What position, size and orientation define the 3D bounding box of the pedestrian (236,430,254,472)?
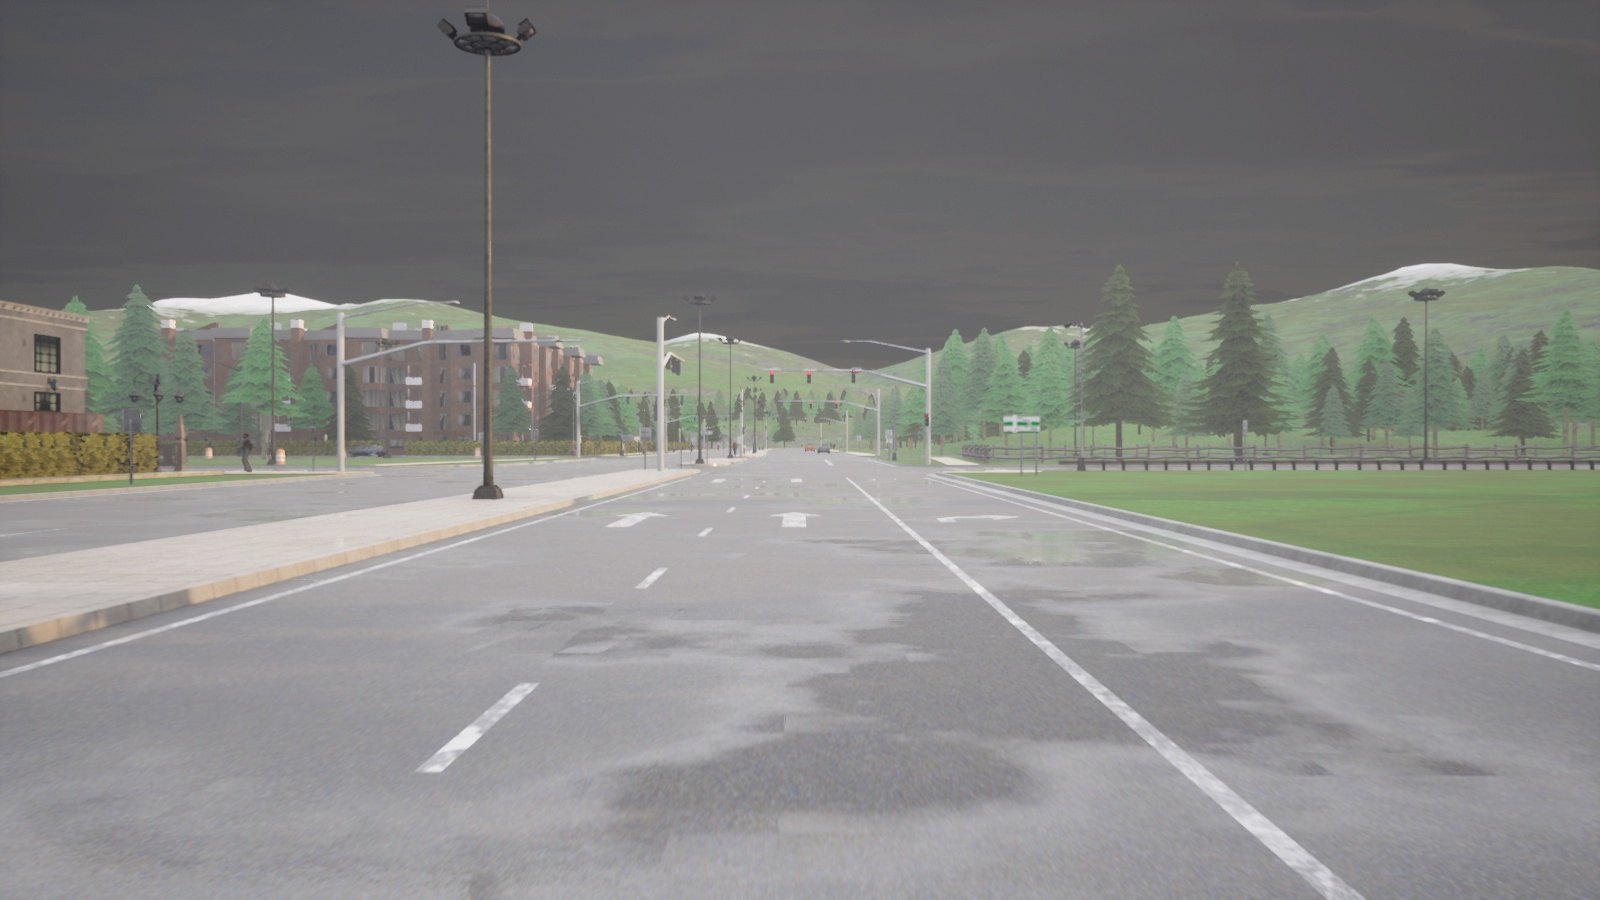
[{"bbox_3d":[-25.661,0.059,58.095,0.402,1.930,0.666,0,0,44],"label":"pedestrian"}]
